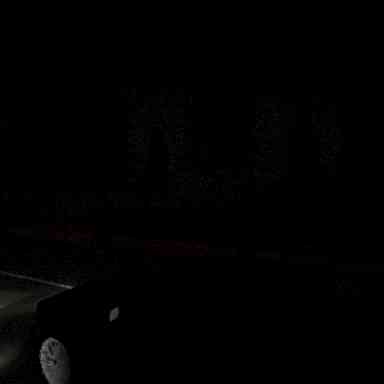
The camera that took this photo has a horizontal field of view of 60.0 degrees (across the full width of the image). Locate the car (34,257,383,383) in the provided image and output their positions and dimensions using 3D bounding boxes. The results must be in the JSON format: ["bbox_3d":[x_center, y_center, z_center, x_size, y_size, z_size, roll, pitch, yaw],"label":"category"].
[{"bbox_3d":[0.332,1.466,3.522,5.008,1.535,1.882,0,0,34],"label":"car"}]
